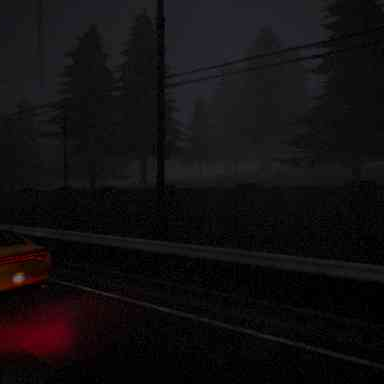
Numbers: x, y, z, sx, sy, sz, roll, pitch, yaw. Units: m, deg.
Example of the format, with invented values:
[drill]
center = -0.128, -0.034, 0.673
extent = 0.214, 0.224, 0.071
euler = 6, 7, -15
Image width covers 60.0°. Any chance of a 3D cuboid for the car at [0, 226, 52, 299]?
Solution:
[car]
center = -5.328, 1.502, 7.795
extent = 5.008, 1.535, 1.882
euler = 0, 0, 36
